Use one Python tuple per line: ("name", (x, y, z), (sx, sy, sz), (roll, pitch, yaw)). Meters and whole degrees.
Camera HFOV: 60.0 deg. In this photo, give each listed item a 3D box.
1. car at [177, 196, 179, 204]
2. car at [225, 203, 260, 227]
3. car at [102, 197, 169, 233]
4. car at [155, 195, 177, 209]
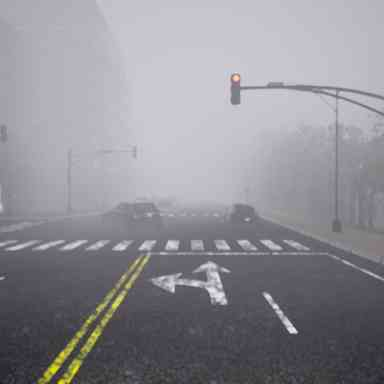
("car", (-3.370, 1.378, 61.141), (1.837, 1.490, 4.892), (0, 0, 0))
("car", (3.319, 1.476, 22.284), (1.812, 1.442, 4.674), (0, 0, 0))
("car", (-3.689, 1.349, 20.090), (2.097, 1.767, 4.553), (-1, 0, -38))
("car", (-3.388, 1.466, 43.832), (1.994, 1.385, 4.181), (0, 0, 0))
